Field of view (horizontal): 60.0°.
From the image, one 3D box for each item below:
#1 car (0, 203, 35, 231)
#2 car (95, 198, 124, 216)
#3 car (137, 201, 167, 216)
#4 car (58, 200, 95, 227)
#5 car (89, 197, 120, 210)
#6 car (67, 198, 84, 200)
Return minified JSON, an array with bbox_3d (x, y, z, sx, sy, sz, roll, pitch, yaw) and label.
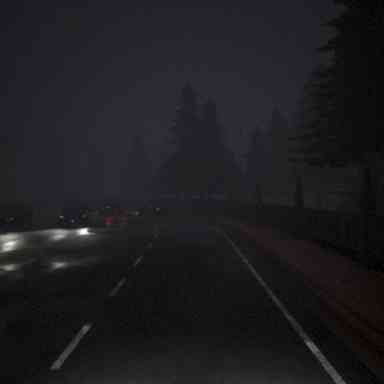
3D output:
[{"bbox_3d":[-11.329,1.478,20.712,1.882,1.535,5.008,0,0,-11],"label":"car"},{"bbox_3d":[-7.812,1.526,32.175,1.812,1.442,4.674,0,0,-25],"label":"car"},{"bbox_3d":[-4.011,1.564,32.896,1.994,1.385,4.181,0,0,-25],"label":"car"},{"bbox_3d":[-8.007,1.533,23.067,1.812,1.442,4.674,0,0,-13],"label":"car"},{"bbox_3d":[-11.671,1.505,44.073,1.837,1.490,4.892,0,0,-43],"label":"car"},{"bbox_3d":[-15.168,1.507,42.740,1.837,1.490,4.892,0,0,-44],"label":"car"}]
